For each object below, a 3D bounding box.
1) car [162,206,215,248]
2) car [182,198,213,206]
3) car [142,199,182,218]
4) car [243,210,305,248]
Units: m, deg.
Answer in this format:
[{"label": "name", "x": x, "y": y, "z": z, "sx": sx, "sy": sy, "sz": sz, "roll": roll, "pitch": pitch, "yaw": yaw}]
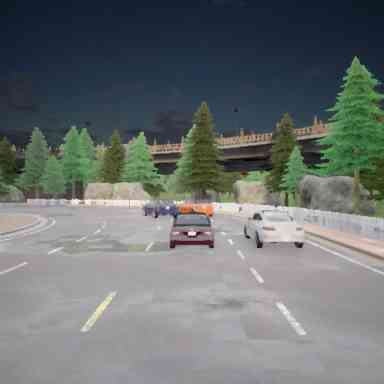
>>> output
[{"label": "car", "x": 0.000, "y": 1.563, "z": 14.650, "sx": 2.033, "sy": 1.411, "sz": 5.357, "roll": 0, "pitch": 0, "yaw": 0}, {"label": "car", "x": 0.209, "y": 1.366, "z": 31.439, "sx": 2.097, "sy": 1.767, "sz": 4.553, "roll": 0, "pitch": 0, "yaw": -25}, {"label": "car", "x": -2.960, "y": 1.366, "z": 29.953, "sx": 2.097, "sy": 1.767, "sz": 4.553, "roll": 0, "pitch": 0, "yaw": -25}, {"label": "car", "x": 3.500, "y": 1.533, "z": 14.650, "sx": 1.812, "sy": 1.442, "sz": 4.674, "roll": 0, "pitch": 0, "yaw": 0}]
